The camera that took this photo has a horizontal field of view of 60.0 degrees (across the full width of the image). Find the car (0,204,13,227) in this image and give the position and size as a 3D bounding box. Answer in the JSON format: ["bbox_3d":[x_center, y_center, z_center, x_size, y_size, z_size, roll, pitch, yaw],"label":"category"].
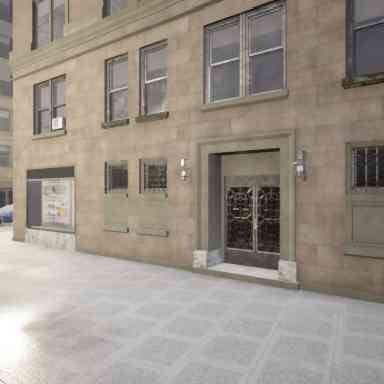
[{"bbox_3d":[-11.884,1.511,23.025,2.033,1.411,5.357,0,0,39],"label":"car"}]
